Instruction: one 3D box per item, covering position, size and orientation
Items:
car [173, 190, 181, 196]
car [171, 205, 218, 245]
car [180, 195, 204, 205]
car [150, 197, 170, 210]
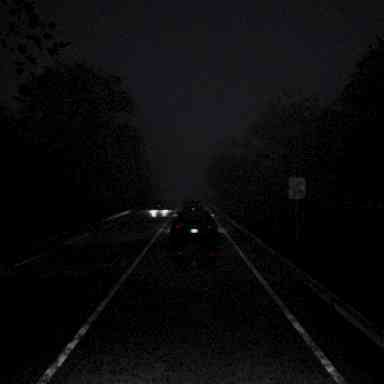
[{"bbox_3d":[-3.501,0.345,78.429,1.837,1.490,4.892,0,1,0],"label":"car"},{"bbox_3d":[0.092,1.484,15.068,1.994,1.385,4.181,0,0,0],"label":"car"},{"bbox_3d":[0.094,1.280,30.802,2.128,1.511,4.902,0,1,0],"label":"car"},{"bbox_3d":[-3.595,1.280,37.684,1.994,1.385,4.181,0,1,0],"label":"car"}]
